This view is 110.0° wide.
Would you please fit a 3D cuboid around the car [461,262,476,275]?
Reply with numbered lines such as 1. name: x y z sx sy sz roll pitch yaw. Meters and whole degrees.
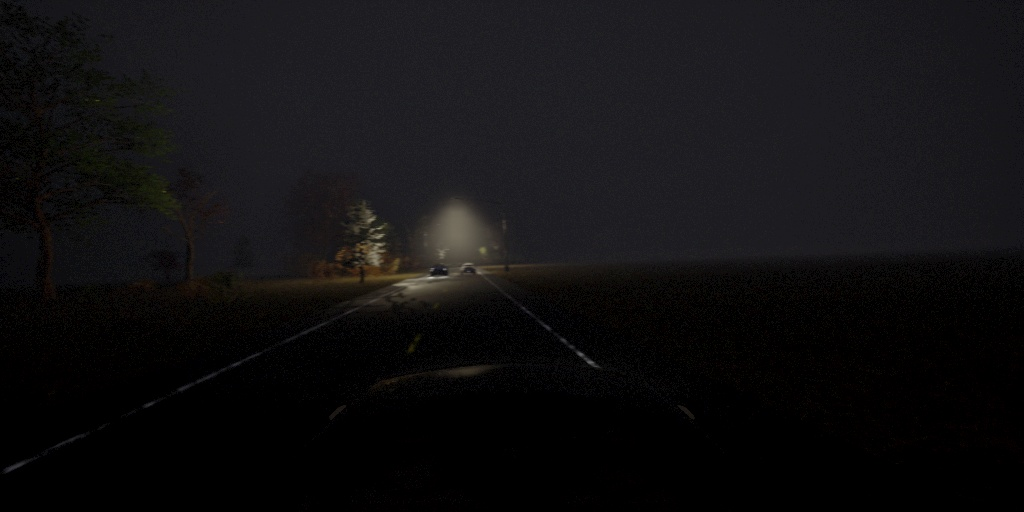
1. car: -5.796 1.724 47.545 1.812 1.442 4.674 -2 0 -8

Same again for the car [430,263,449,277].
1. car: -9.284 1.679 45.978 2.097 1.767 4.553 -2 0 -7
